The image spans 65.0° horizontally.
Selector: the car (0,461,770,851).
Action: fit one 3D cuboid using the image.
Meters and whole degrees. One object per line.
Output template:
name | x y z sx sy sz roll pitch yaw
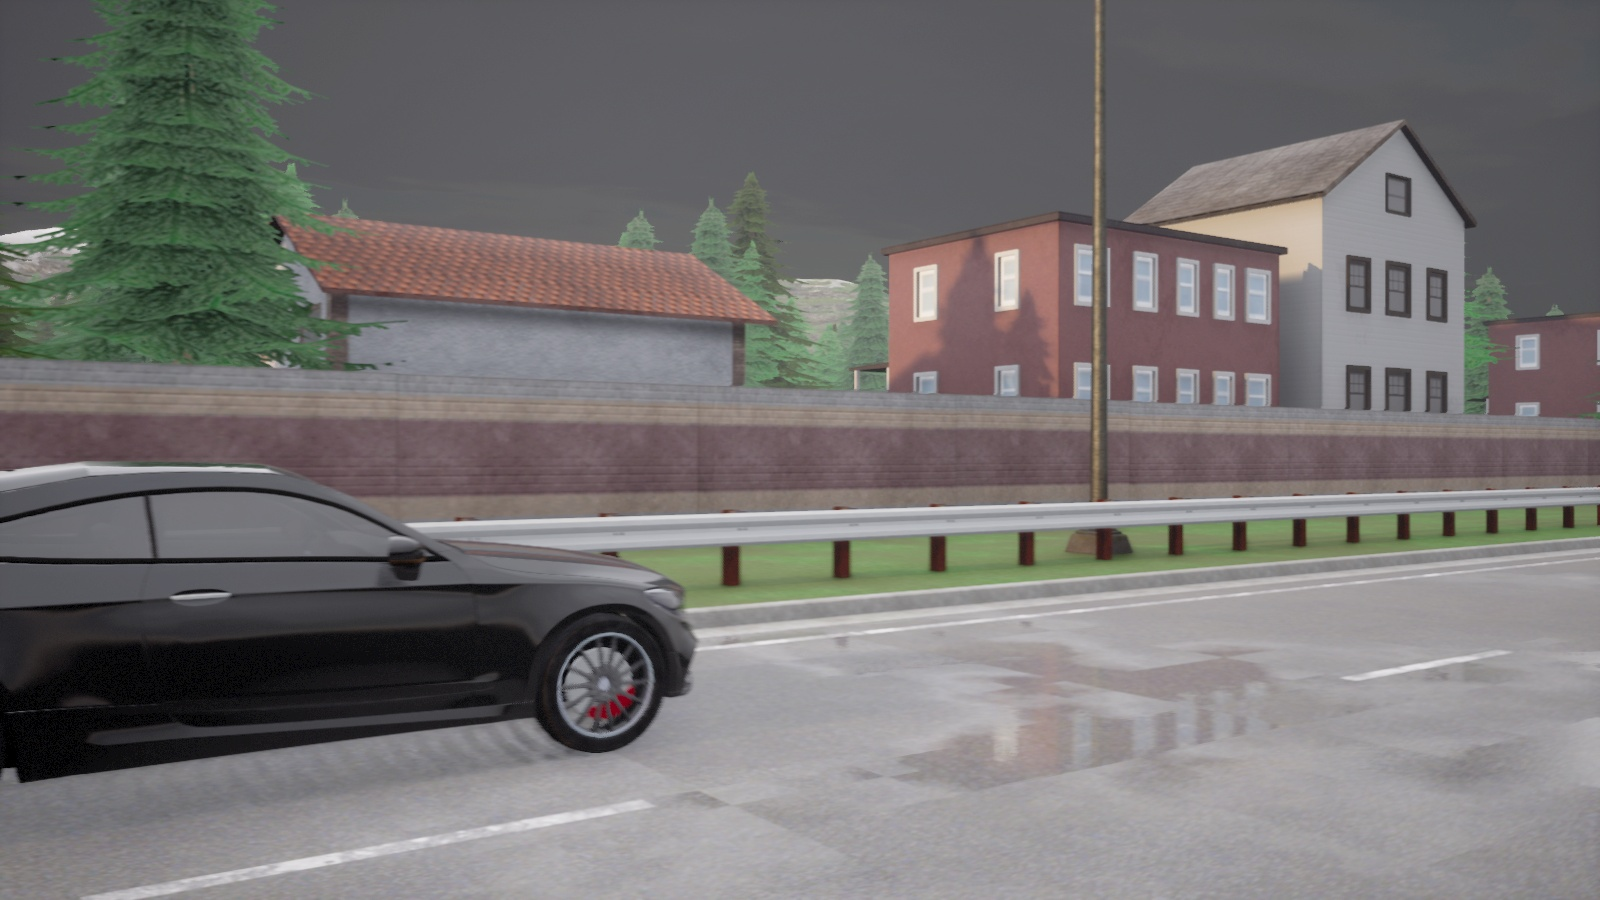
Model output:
car | -2.595 0.791 6.117 4.674 1.442 1.812 0 0 -35
